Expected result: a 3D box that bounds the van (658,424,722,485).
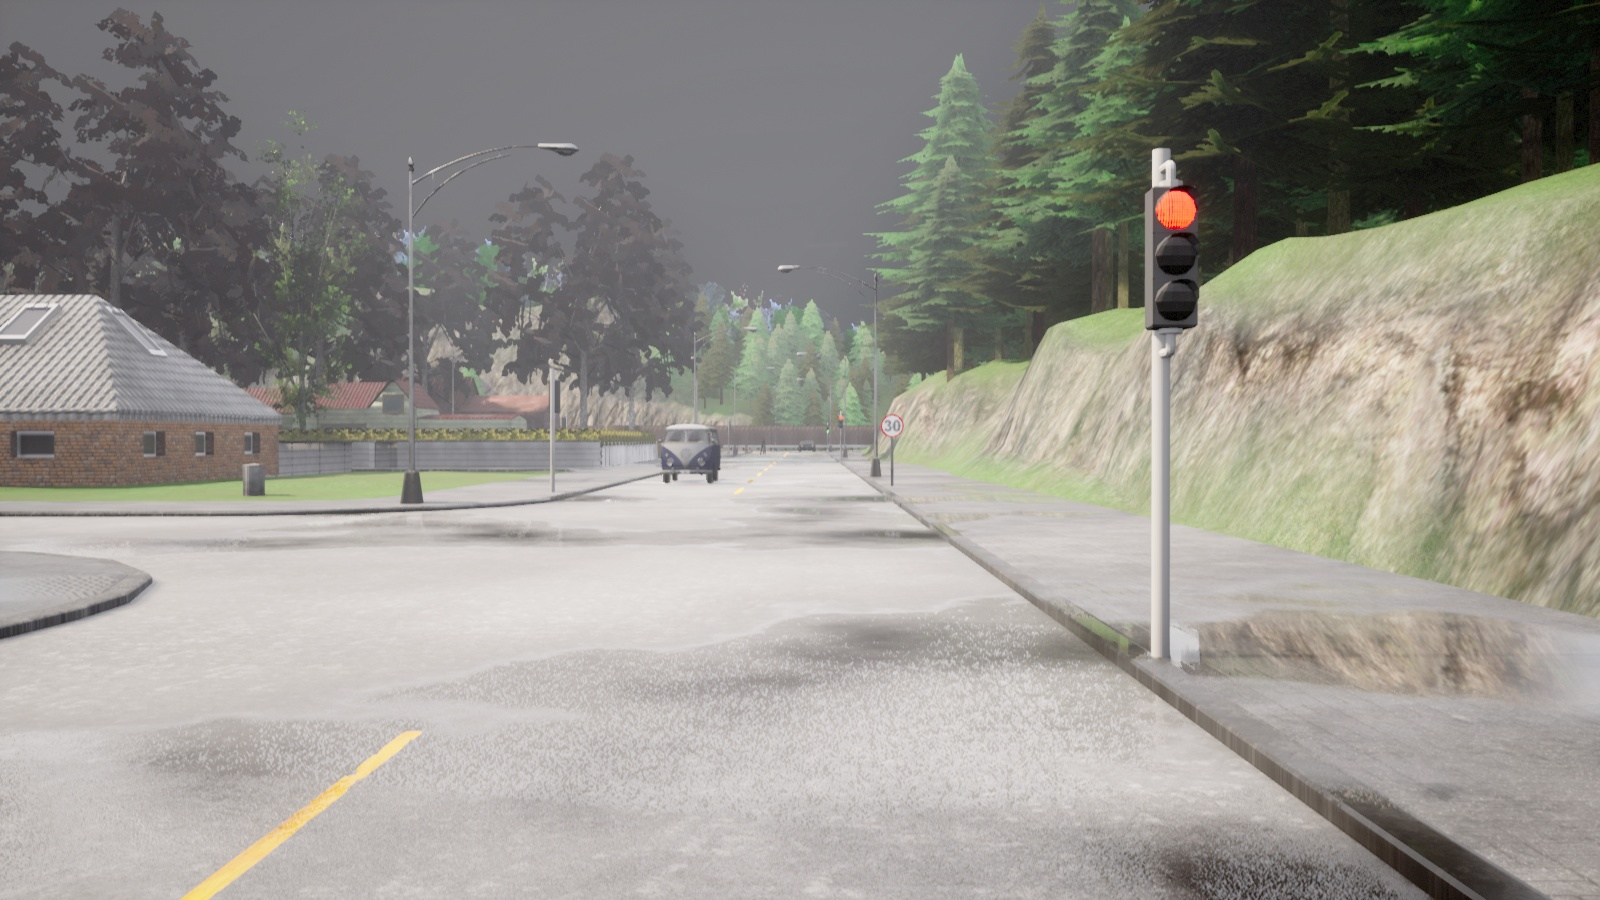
[{"bbox_3d":[-3.741,0.136,43.253,1.775,1.987,4.442,0,0,0],"label":"van"}]
